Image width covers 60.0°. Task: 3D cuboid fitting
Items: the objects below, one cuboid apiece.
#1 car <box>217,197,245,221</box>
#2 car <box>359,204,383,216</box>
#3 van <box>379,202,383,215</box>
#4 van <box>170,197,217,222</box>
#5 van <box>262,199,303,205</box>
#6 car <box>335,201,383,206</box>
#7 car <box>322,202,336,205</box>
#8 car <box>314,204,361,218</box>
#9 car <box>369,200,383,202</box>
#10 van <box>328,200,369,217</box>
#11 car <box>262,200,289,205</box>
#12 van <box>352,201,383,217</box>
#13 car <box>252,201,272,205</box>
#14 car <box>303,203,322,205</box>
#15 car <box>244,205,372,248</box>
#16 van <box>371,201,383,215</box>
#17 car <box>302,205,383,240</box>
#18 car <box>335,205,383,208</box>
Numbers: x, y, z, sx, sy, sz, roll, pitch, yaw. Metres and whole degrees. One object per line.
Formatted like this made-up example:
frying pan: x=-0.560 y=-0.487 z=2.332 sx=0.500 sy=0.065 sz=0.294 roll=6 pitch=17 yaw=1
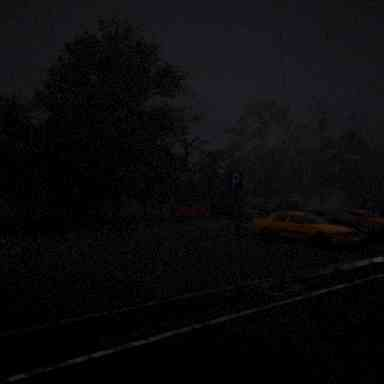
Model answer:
car: x=2.157 y=1.483 z=29.932 sx=2.435 sy=2.045 sz=5.566 roll=1 pitch=-1 yaw=-36
car: x=26.945 y=2.576 z=47.615 sx=2.097 sy=1.535 sz=5.008 roll=2 pitch=-1 yaw=-36
van: x=31.377 y=2.567 z=50.919 sx=1.878 sy=1.987 sz=4.442 roll=3 pitch=-2 yaw=-35
van: x=-0.249 y=1.444 z=28.323 sx=1.878 sy=1.987 sz=4.442 roll=2 pitch=-1 yaw=-36
van: x=8.861 y=1.732 z=34.831 sx=1.878 sy=1.987 sz=4.442 roll=2 pitch=-1 yaw=-36
car: x=11.834 y=1.673 z=20.775 sx=2.185 sy=1.767 sz=4.553 roll=2 pitch=-1 yaw=-36
car: x=13.331 y=2.109 z=37.875 sx=2.097 sy=1.535 sz=5.008 roll=2 pitch=-1 yaw=-36
car: x=17.940 y=2.268 z=41.168 sx=2.231 sy=1.521 sz=4.892 roll=2 pitch=-1 yaw=-36
car: x=14.126 y=1.622 z=22.339 sx=2.435 sy=2.045 sz=5.566 roll=2 pitch=-1 yaw=-36
van: x=20.127 y=2.119 z=42.881 sx=1.878 sy=1.987 sz=4.442 roll=2 pitch=-1 yaw=-36
car: x=6.674 y=1.882 z=33.117 sx=2.231 sy=1.521 sz=4.892 roll=2 pitch=-1 yaw=-36
van: x=24.768 y=2.273 z=45.910 sx=1.878 sy=1.987 sz=4.442 roll=2 pitch=-1 yaw=-36
car: x=4.527 y=1.802 z=31.364 sx=1.946 sy=1.575 sz=5.366 roll=2 pitch=-1 yaw=-36
car: x=11.198 y=1.910 z=36.319 sx=2.185 sy=1.767 sz=4.553 roll=2 pitch=-1 yaw=-36
car: x=5.191 y=1.610 z=15.762 sx=1.946 sy=1.575 sz=5.366 roll=1 pitch=-1 yaw=-36
van: x=29.153 y=2.439 z=49.043 sx=1.878 sy=1.987 sz=4.442 roll=3 pitch=-1 yaw=-36
car: x=7.333 y=1.668 z=17.527 sx=2.231 sy=1.521 sz=4.892 roll=1 pitch=-1 yaw=-36
car: x=9.587 y=1.729 z=19.139 sx=2.097 sy=1.535 sz=5.008 roll=2 pitch=-1 yaw=-36
